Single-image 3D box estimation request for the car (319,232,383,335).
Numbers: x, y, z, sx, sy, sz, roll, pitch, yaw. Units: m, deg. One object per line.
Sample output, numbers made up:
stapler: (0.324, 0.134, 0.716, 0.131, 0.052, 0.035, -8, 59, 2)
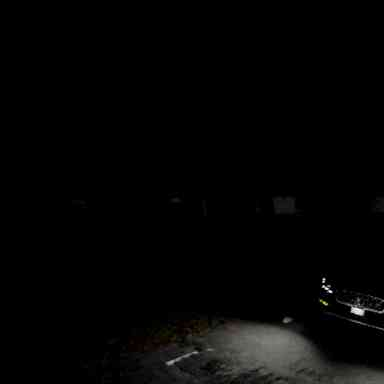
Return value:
car: (4.367, 1.486, 6.314, 4.892, 1.490, 1.837, 0, -1, -37)
